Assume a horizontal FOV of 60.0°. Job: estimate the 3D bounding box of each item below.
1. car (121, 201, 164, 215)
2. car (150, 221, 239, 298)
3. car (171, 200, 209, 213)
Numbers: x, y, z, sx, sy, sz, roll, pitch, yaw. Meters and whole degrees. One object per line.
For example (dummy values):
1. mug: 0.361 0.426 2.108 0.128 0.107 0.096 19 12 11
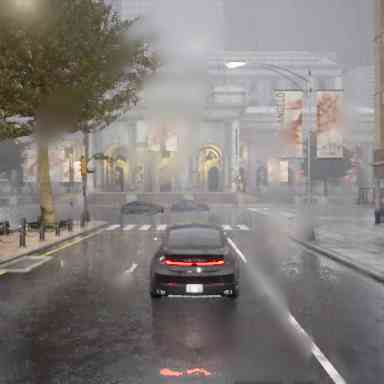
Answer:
1. car: -4.863 1.557 32.806 4.181 1.385 1.994 0 0 0
2. car: 0.062 1.503 8.476 1.837 1.490 4.892 0 0 0
3. car: -0.211 1.556 36.285 4.181 1.385 1.994 0 0 0
